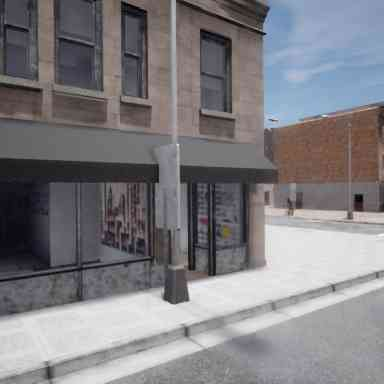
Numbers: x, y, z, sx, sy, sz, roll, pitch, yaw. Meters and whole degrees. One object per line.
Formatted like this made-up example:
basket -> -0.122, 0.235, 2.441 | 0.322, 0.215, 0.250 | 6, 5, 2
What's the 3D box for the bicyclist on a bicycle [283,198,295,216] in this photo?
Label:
bicyclist on a bicycle -> 8.946, 1.375, 30.642 | 1.656, 1.620, 0.582 | -1, 1, -35
